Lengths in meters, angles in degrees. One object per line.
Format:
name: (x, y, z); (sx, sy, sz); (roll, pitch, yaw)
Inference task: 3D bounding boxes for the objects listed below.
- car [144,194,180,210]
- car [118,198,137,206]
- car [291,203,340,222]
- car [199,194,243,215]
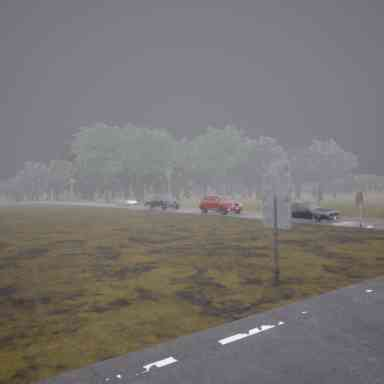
car: (-3.882, 1.372, 45.556); (2.150, 2.045, 5.566); (-2, 1, -36)
car: (-12.150, 1.849, 61.889); (1.895, 1.301, 4.718); (-2, 0, -36)
car: (9.260, 1.605, 27.350); (2.033, 1.411, 5.357); (-2, 1, -36)
car: (2.998, 1.305, 36.015); (2.150, 2.045, 5.566); (-2, 1, -35)
